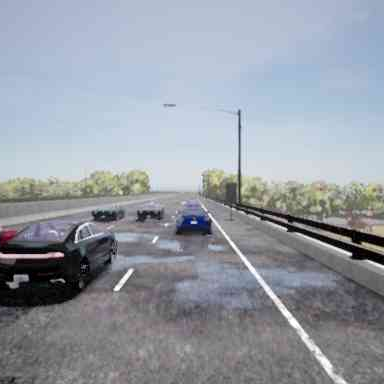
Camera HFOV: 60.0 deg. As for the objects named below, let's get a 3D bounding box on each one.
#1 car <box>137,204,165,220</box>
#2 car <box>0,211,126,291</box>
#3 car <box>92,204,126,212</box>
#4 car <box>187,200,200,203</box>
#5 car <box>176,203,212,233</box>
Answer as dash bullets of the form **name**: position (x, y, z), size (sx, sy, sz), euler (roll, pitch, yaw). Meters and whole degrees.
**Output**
- **car**: position (-3.392, 1.635, 28.268), size (1.895, 1.301, 4.718), euler (0, 0, 0)
- **car**: position (-3.398, 1.503, 9.039), size (2.128, 1.511, 4.902), euler (0, 0, 0)
- **car**: position (-6.893, 1.636, 28.093), size (1.895, 1.301, 4.718), euler (0, 0, 0)
- **car**: position (0.111, 1.593, 37.243), size (2.033, 1.411, 5.357), euler (0, 0, 0)
- **car**: position (0.105, 1.588, 19.634), size (1.994, 1.385, 4.181), euler (0, 0, 0)
